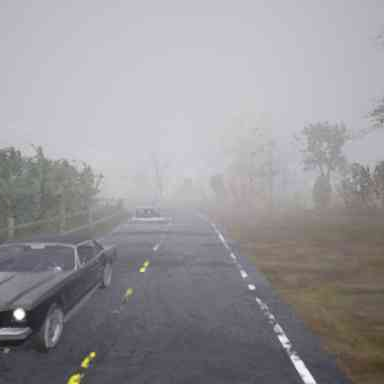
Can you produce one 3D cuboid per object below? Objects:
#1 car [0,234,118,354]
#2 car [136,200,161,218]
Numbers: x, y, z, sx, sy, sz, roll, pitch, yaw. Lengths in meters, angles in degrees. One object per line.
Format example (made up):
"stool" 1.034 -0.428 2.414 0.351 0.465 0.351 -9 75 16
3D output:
"car" -2.812 1.555 6.191 1.895 1.301 4.718 0 0 0
"car" -3.645 1.336 27.600 1.994 1.385 4.181 0 1 -9
